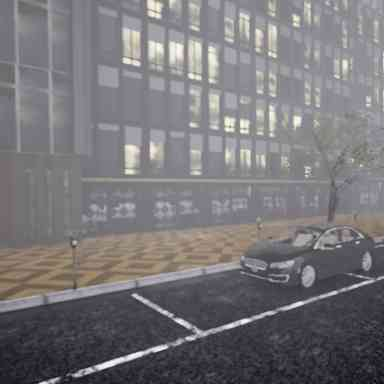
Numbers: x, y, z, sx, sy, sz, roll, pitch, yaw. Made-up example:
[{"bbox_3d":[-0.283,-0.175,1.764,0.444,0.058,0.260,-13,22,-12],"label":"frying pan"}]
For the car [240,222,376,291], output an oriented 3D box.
[{"bbox_3d":[3.208,1.526,8.861,4.403,1.369,2.008,0,0,-36],"label":"car"}]
